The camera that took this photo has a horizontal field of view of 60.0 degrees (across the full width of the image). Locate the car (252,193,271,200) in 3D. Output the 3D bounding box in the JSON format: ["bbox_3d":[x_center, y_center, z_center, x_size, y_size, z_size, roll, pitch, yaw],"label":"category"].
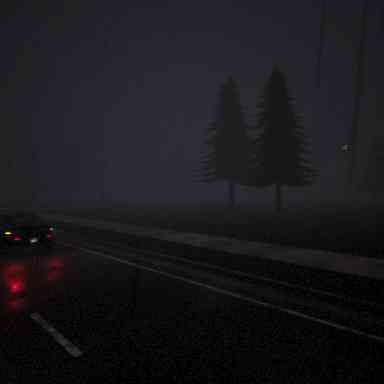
[{"bbox_3d":[13.989,0.910,66.365,4.674,1.442,1.812,-1,0,-40],"label":"car"}]

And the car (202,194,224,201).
[{"bbox_3d":[4.262,1.111,67.238,4.718,1.301,1.895,-1,0,-40],"label":"car"}]

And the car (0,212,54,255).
[{"bbox_3d":[-7.123,1.532,13.507,1.812,1.442,4.674,-1,1,-41],"label":"car"}]
